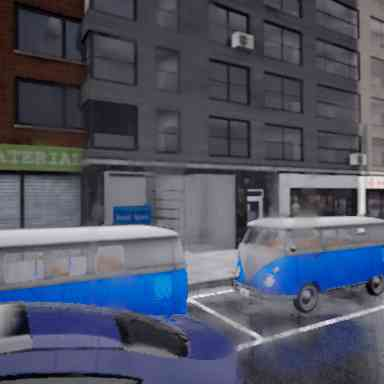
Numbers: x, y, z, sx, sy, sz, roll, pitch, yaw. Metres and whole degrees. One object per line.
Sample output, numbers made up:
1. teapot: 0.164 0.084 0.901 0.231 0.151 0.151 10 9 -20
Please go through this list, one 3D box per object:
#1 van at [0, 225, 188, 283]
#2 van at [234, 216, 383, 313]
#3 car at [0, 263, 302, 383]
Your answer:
1. van: -1.988 1.417 4.807 3.998 1.788 1.690 1 -2 -30
2. van: 2.852 1.469 7.594 3.998 1.788 1.690 1 -2 -30
3. car: -1.708 1.558 1.991 4.674 1.442 1.812 1 -1 -30
